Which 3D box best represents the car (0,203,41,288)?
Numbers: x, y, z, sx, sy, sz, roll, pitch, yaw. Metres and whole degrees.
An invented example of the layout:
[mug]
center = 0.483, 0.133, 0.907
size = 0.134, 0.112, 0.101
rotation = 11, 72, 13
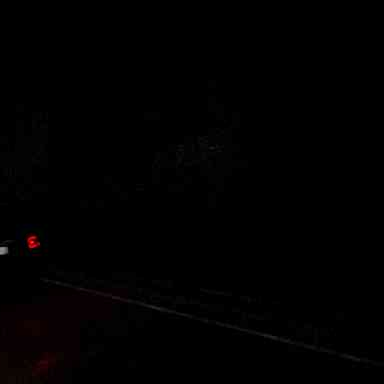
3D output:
[car]
center = -5.994, 1.277, 8.152
size = 5.566, 2.045, 2.150
rotation = 0, 0, 35
